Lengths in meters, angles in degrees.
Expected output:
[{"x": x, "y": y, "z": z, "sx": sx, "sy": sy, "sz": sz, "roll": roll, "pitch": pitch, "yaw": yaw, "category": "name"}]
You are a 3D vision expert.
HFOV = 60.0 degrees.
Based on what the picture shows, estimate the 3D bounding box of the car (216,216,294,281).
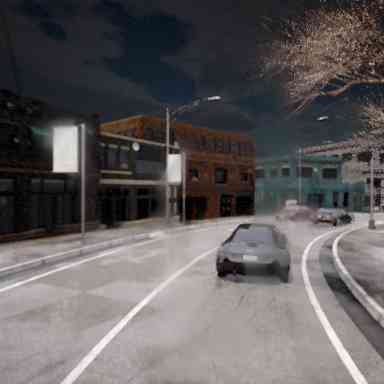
[{"x": 2.050, "y": 1.683, "z": 10.456, "sx": 1.994, "sy": 1.385, "sz": 4.181, "roll": 0, "pitch": -1, "yaw": 16, "category": "car"}]

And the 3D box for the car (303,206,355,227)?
[{"x": 11.289, "y": 1.935, "z": 26.685, "sx": 2.033, "sy": 1.411, "sz": 5.357, "roll": 1, "pitch": 0, "yaw": 44, "category": "car"}]

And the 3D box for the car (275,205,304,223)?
[{"x": 9.228, "y": 1.881, "z": 29.661, "sx": 4.674, "sy": 1.442, "sz": 1.812, "roll": 1, "pitch": 0, "yaw": -45, "category": "car"}]
